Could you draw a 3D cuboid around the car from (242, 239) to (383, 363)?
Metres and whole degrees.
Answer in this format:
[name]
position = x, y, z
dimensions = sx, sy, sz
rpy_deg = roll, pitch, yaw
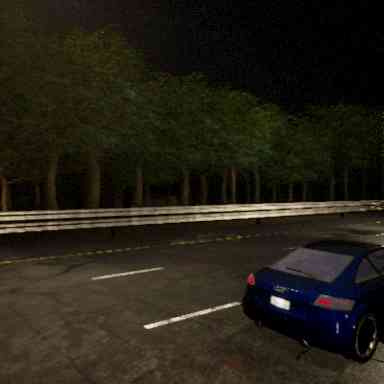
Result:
[car]
position = 2.895, 1.554, 5.932
dimensions = 4.181, 1.385, 1.994
rpy_deg = 0, 0, -35
